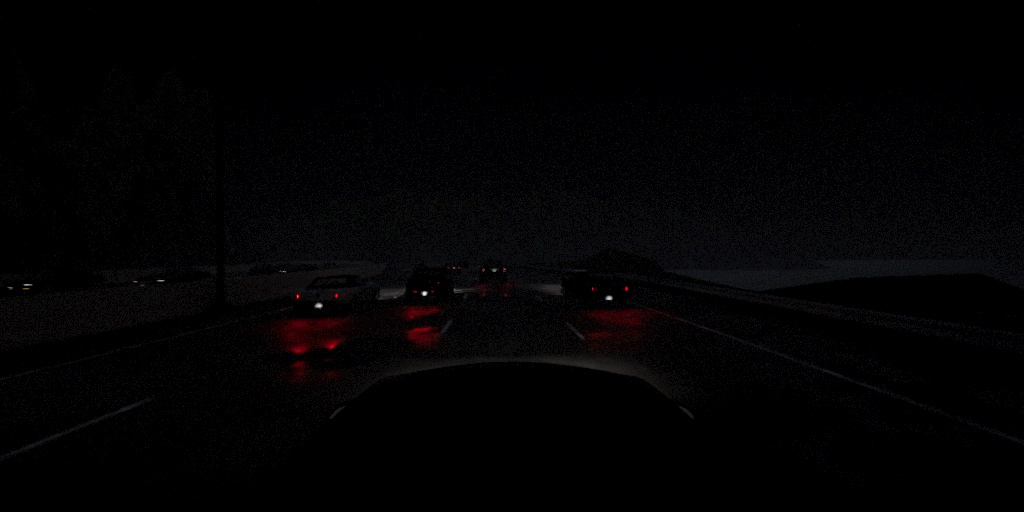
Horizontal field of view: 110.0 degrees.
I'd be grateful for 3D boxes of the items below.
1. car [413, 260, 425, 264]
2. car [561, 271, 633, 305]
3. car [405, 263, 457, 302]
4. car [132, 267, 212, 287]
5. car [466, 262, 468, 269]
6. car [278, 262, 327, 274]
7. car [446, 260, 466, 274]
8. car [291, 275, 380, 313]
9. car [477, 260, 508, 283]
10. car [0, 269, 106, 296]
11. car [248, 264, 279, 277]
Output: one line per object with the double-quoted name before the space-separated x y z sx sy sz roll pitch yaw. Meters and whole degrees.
"car" -14.684 1.413 56.295 1.882 1.535 5.008 0 0 -18
"car" 3.496 1.303 15.804 1.895 1.301 4.718 -1 0 -5
"car" -3.881 1.304 17.409 1.837 1.490 4.892 0 0 -5
"car" -22.461 1.534 23.934 2.128 1.511 4.902 -1 0 -7
"car" -8.662 1.361 60.415 1.837 1.490 4.892 0 0 -18
"car" -20.754 1.565 35.798 2.033 1.411 5.357 -1 0 -10
"car" -7.160 1.386 42.642 2.033 1.411 5.357 -1 0 -15
"car" -6.935 1.440 14.735 1.895 1.301 4.718 -1 0 -5
"car" -1.645 1.120 28.818 2.097 1.767 4.553 -1 0 -8
"car" -29.416 1.640 23.210 1.837 1.490 4.892 -1 -1 -7
"car" -29.407 1.694 42.598 1.994 1.385 4.181 -1 0 -13
